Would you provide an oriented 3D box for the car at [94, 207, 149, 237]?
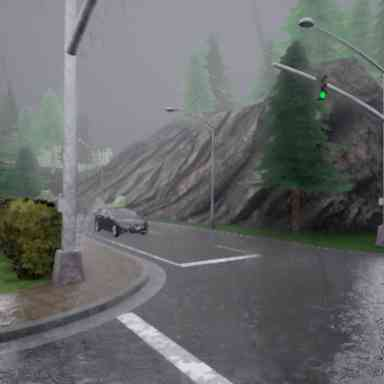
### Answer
[{"bbox_3d":[-4.202,1.673,19.356,1.837,1.490,4.892,1,0,-35],"label":"car"}]
